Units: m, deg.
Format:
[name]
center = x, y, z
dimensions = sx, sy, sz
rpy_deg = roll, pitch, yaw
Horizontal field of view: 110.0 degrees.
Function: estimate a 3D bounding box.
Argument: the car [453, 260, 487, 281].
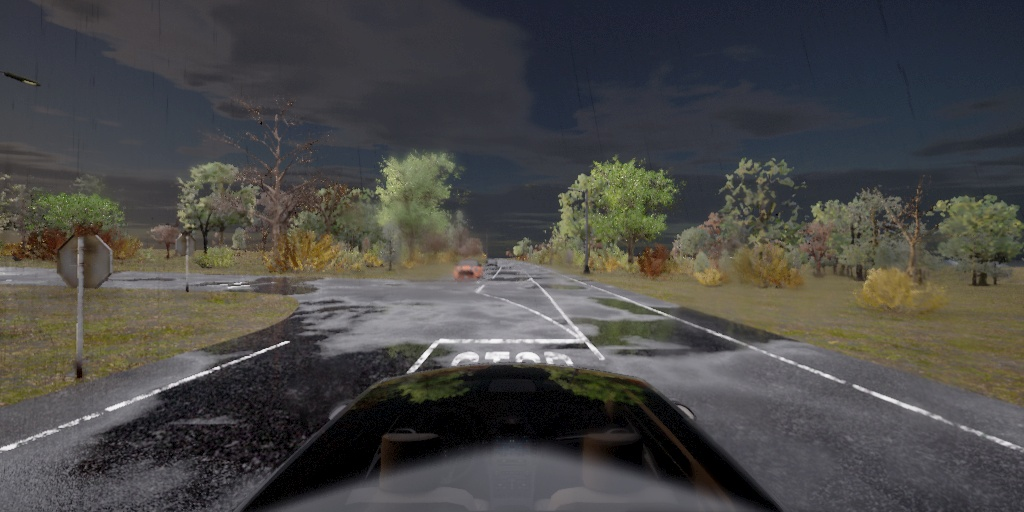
[car]
center = -3.489, 1.107, 29.565
dimensions = 2.097, 1.767, 4.553
rpy_deg = 1, -2, 0
